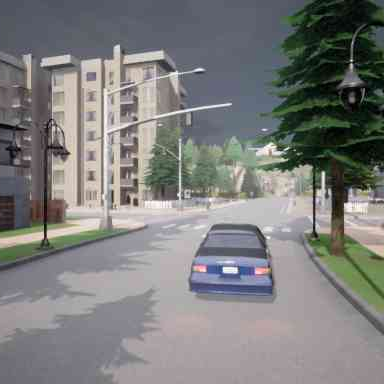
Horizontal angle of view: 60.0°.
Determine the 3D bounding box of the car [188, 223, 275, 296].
[{"bbox_3d":[1.138,1.547,8.865,2.033,1.411,5.357,0,0,9],"label":"car"}]
